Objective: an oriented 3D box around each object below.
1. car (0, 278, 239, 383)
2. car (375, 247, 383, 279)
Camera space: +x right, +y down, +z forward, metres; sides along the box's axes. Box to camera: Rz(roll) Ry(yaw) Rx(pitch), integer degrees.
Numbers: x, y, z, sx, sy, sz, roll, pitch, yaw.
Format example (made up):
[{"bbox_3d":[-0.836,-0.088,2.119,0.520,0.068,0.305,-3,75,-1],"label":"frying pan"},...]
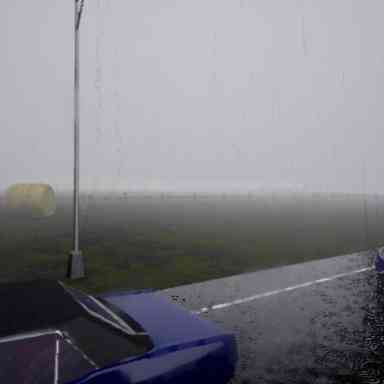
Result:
[{"bbox_3d":[-1.966,1.559,2.630,4.718,1.301,1.895,0,1,-35],"label":"car"},{"bbox_3d":[6.643,1.487,8.614,4.674,1.442,1.812,0,1,-35],"label":"car"}]
